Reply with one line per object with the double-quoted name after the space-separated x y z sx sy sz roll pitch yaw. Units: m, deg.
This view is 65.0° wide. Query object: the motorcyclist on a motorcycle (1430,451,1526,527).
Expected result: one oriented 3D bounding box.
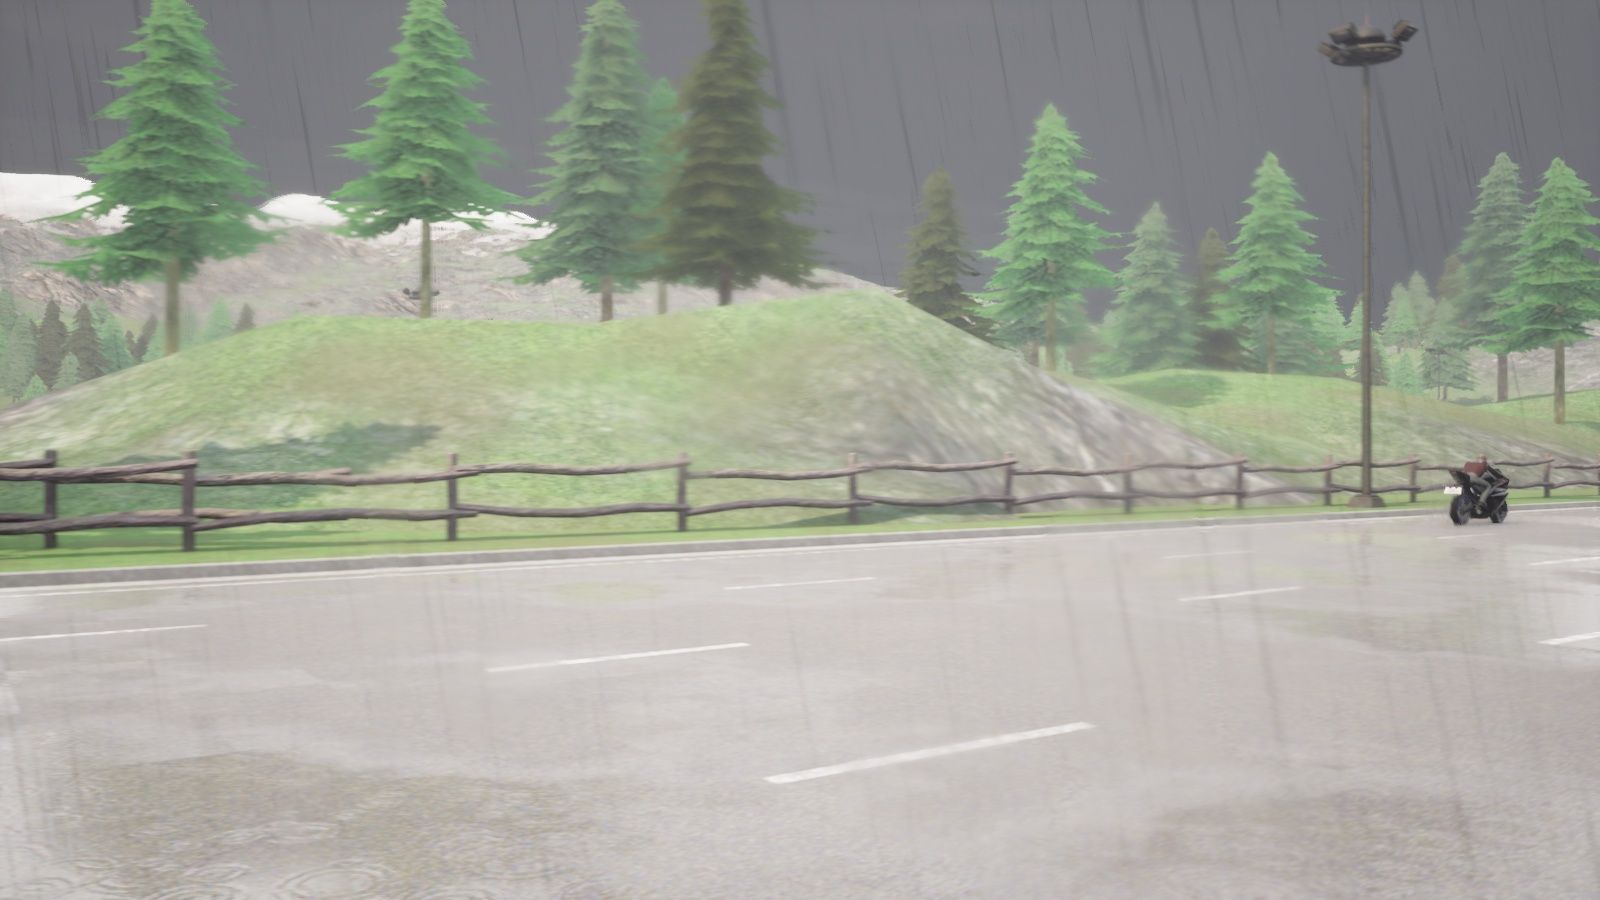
14.240 0.795 26.364 2.191 1.530 0.866 0 0 -35 "motorcyclist on a motorcycle"
